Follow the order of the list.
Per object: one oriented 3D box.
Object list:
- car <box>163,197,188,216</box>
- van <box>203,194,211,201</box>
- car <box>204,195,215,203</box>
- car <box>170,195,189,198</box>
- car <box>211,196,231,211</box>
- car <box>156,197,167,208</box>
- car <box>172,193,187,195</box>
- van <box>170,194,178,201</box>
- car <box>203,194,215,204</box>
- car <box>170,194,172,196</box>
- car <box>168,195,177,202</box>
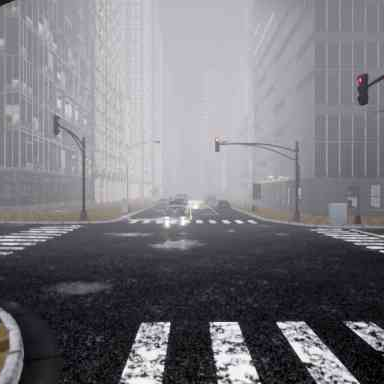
[{"bbox_3d":[-1.585,1.543,33.103,1.812,1.442,4.674,0,0,0],"label":"car"},{"bbox_3d":[3.513,1.321,80.441,1.690,1.788,3.998,0,0,0],"label":"van"},{"bbox_3d":[3.588,1.432,69.386,1.967,1.590,4.097,0,0,0],"label":"car"},{"bbox_3d":[-1.651,1.517,43.465,1.837,1.490,4.892,0,0,0],"label":"car"},{"bbox_3d":[3.823,1.579,41.749,1.947,1.339,4.313,0,0,0],"label":"car"},{"bbox_3d":[-4.143,1.593,47.223,1.802,1.307,4.206,0,0,0],"label":"car"},{"bbox_3d":[-1.723,1.223,56.042,2.150,2.045,5.566,0,0,0],"label":"car"},{"bbox_3d":[-4.367,1.321,80.388,1.690,1.788,3.998,0,0,0],"label":"van"},{"bbox_3d":[3.625,1.313,63.858,2.192,1.841,5.009,0,0,0],"label":"car"},{"bbox_3d":[-4.255,1.564,63.805,1.947,1.339,4.313,0,0,0],"label":"car"},{"bbox_3d":[-4.329,1.426,74.861,1.967,1.590,4.097,0,0,0],"label":"car"}]
